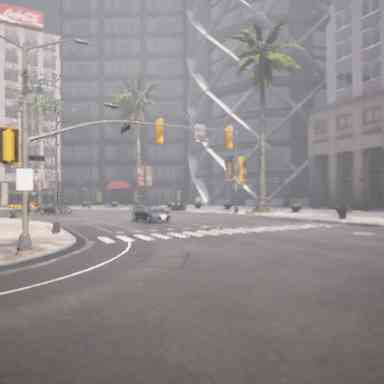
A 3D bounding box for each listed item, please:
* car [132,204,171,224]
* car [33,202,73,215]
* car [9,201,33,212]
[{"bbox_3d":[-3.451,1.781,27.879,2.128,1.511,4.902,0,0,-31],"label":"car"},{"bbox_3d":[-16.697,2.049,40.540,4.674,1.442,1.812,-1,-1,26],"label":"car"},{"bbox_3d":[-25.471,2.172,50.842,5.008,1.535,1.882,-1,-1,10],"label":"car"}]
